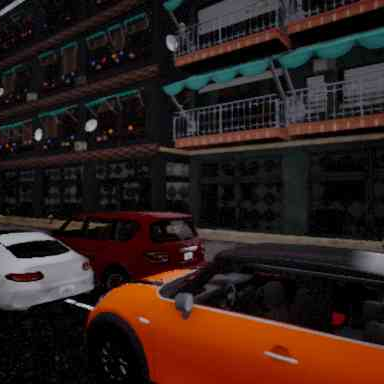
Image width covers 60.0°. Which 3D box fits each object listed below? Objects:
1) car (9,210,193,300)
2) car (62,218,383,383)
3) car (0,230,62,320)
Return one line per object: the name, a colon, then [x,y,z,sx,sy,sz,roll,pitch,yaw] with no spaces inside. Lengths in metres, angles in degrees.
car: [-2.001,1.357,8.028,5.009,1.841,2.192,0,-1,36]
car: [0.838,1.377,3.756,4.553,1.767,2.097,0,0,36]
car: [-4.084,1.557,7.226,4.674,1.442,1.812,0,0,35]
